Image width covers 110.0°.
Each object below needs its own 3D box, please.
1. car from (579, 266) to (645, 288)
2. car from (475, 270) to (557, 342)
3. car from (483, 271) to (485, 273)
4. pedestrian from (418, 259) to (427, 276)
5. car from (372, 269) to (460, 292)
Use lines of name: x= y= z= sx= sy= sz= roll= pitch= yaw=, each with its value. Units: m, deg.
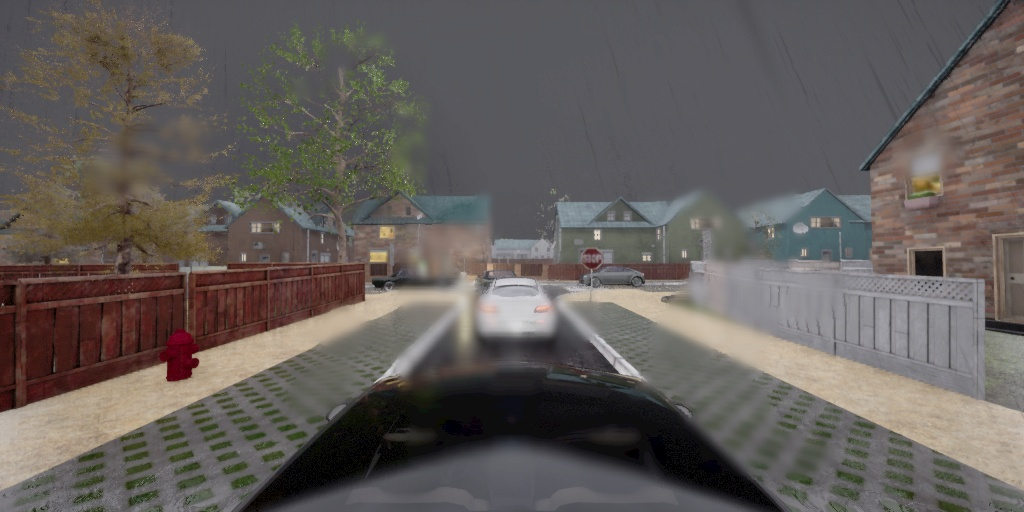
car: x=6.539 y=1.344 z=23.688 sx=4.181 sy=1.385 sz=1.994 roll=0 pitch=-1 yaw=1
car: x=0.103 y=1.280 z=9.694 sx=1.812 sy=1.442 sz=4.674 roll=0 pitch=0 yaw=0
car: x=-0.756 y=1.366 z=18.512 sx=1.895 sy=1.301 sz=4.718 roll=0 pitch=-1 yaw=-12
pedestrian: x=-6.701 y=1.119 z=26.783 sx=0.375 sy=1.860 sz=0.375 roll=0 pitch=-1 yaw=1
car: x=-5.482 y=1.416 z=20.897 sx=4.718 sy=1.301 sz=1.895 roll=-1 pitch=-1 yaw=1
